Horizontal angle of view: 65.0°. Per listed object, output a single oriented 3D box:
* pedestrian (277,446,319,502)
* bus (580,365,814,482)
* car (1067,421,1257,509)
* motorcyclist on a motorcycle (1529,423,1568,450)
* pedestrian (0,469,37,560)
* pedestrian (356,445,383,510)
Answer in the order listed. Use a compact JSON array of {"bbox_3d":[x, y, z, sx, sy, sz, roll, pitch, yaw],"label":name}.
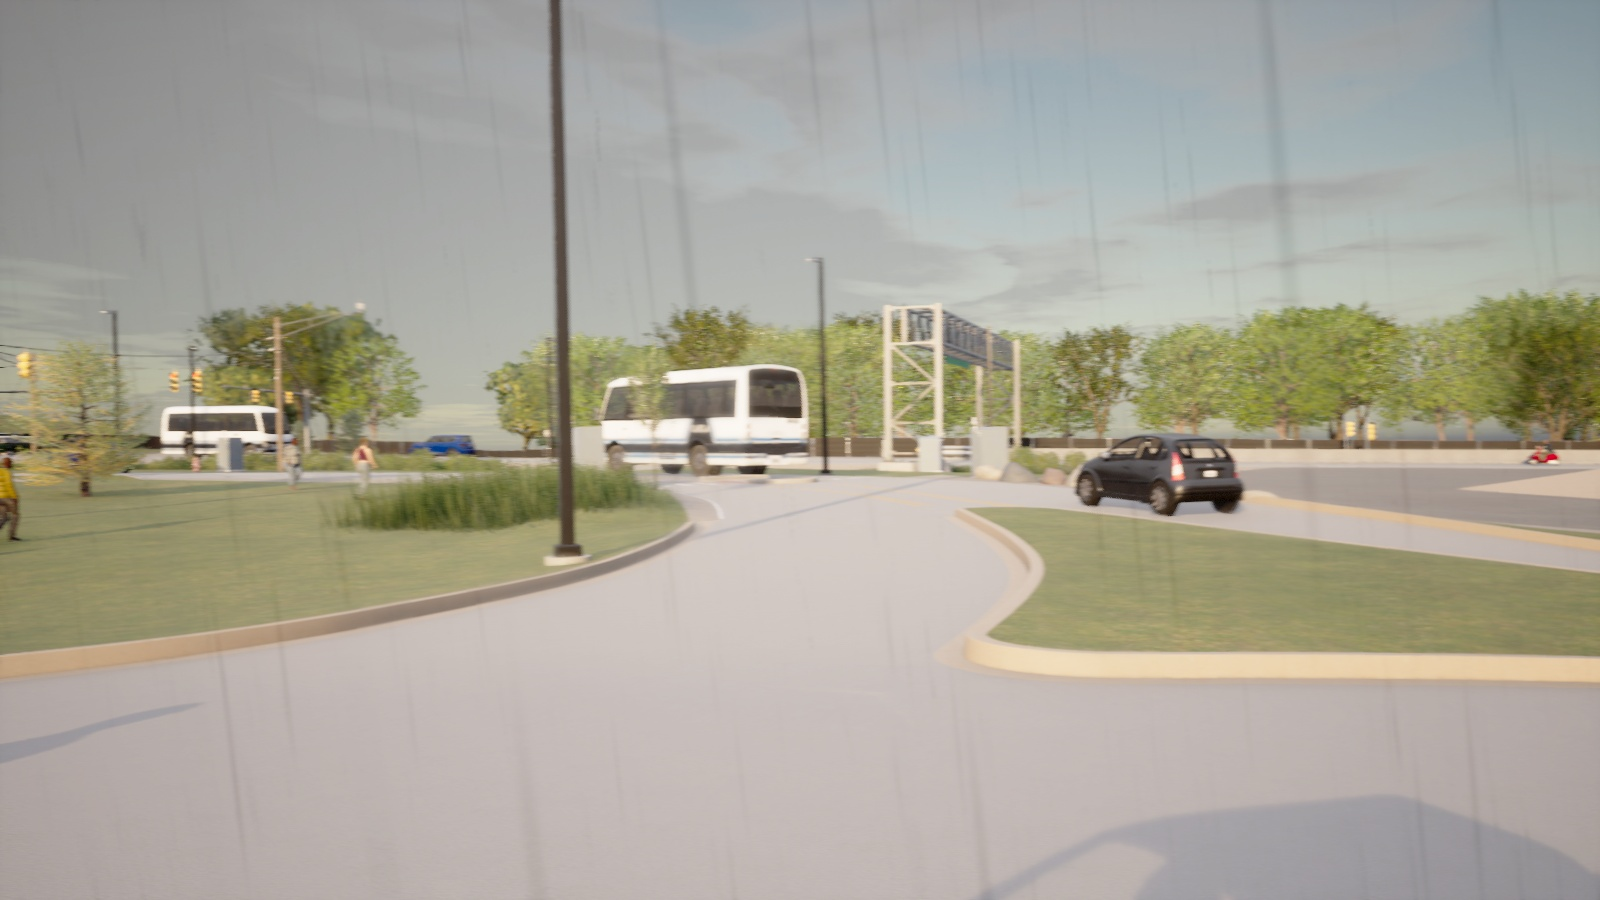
[{"bbox_3d":[-17.227,0.825,43.105,0.900,1.855,0.874,-3,0,22],"label":"pedestrian"},{"bbox_3d":[-4.404,-0.950,50.643,3.944,4.253,10.273,-2,0,-41],"label":"bus"},{"bbox_3d":[7.534,0.244,26.550,1.851,1.617,3.988,-3,2,-19],"label":"car"},{"bbox_3d":[45.251,-0.796,75.906,1.817,1.590,0.866,-1,1,5],"label":"motorcyclist on a motorcycle"},{"bbox_3d":[-16.158,1.314,25.764,0.370,1.835,0.726,-3,0,15],"label":"pedestrian"},{"bbox_3d":[-12.374,0.784,36.110,0.345,1.836,0.594,-3,0,27],"label":"pedestrian"}]
